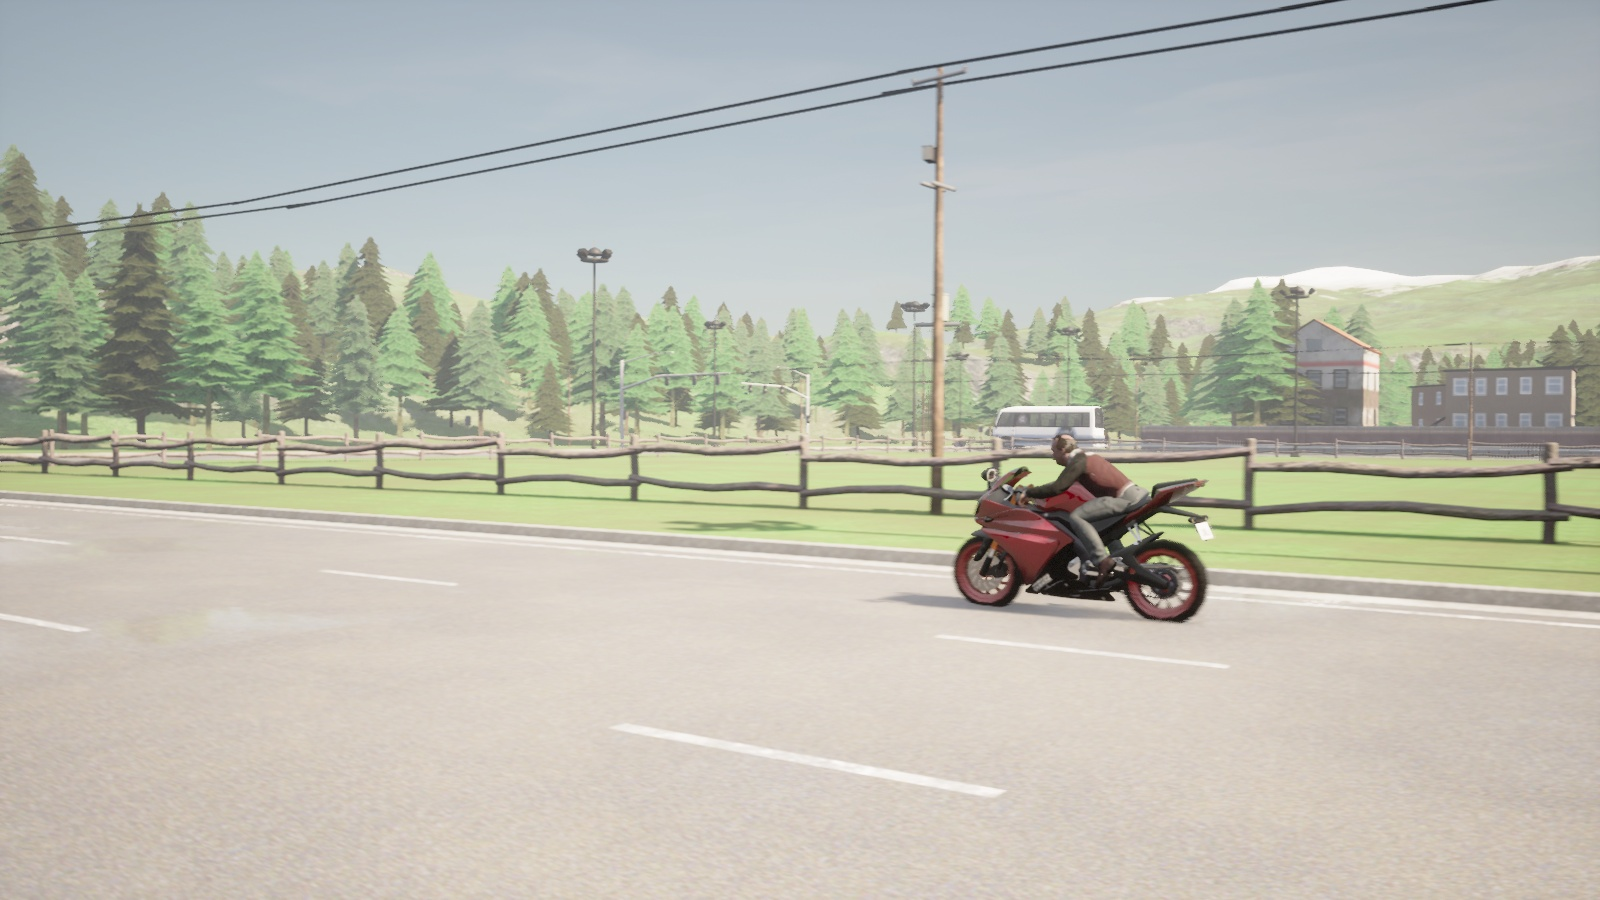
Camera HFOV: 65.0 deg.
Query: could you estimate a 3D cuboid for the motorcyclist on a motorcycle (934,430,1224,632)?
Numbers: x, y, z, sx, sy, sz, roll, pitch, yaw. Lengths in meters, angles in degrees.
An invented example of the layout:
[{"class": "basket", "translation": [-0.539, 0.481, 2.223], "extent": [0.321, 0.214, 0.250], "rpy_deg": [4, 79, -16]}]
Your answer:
[{"class": "motorcyclist on a motorcycle", "translation": [2.302, 0.612, 10.498], "extent": [2.191, 1.530, 0.866], "rpy_deg": [0, 1, 34]}]
